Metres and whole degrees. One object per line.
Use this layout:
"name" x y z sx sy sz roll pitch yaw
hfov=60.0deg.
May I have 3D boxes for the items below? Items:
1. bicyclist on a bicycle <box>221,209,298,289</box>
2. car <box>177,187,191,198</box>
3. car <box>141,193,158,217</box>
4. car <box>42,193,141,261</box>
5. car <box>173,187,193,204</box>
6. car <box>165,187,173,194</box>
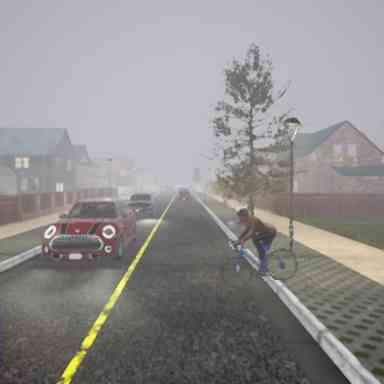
"bicyclist on a bicycle" 1.333 1.149 6.941 1.656 1.620 0.582 -10 2 -1
"car" -1.216 0.063 48.932 1.882 1.535 5.008 0 1 -2
"car" -3.426 0.835 22.820 1.837 1.490 4.892 0 1 -1
"car" -3.111 1.029 10.932 2.097 1.767 4.553 0 2 -1
"car" -0.868 0.464 36.251 1.812 1.442 4.674 0 2 -2
"car" -4.604 -0.382 68.221 1.812 1.442 4.674 0 2 -1
